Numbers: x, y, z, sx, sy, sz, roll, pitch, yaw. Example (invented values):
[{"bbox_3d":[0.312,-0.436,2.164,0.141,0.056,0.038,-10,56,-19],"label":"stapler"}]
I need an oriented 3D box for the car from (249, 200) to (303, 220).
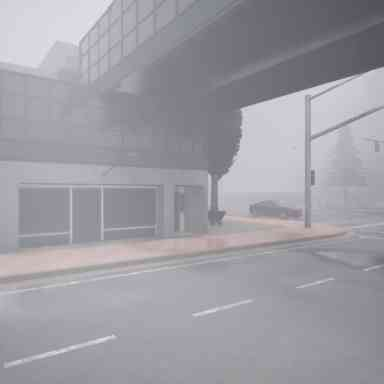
[{"bbox_3d":[7.144,1.478,28.707,1.882,1.535,5.008,0,0,-36],"label":"car"}]
